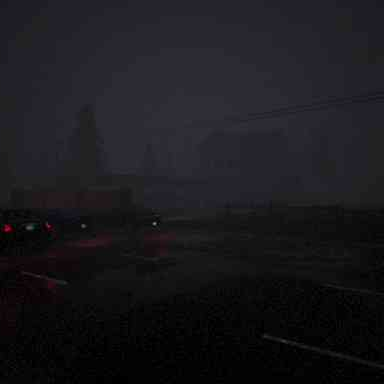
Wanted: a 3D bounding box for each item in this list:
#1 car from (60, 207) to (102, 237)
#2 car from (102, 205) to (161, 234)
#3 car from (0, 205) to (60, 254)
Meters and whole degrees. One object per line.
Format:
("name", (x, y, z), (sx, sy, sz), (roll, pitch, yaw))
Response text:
("car", (-7.344, 1.524, 17.818), (5.008, 1.535, 1.882), (0, 0, 36))
("car", (-4.038, 1.534, 19.754), (4.902, 1.511, 2.128), (0, 0, 36))
("car", (-7.896, 1.394, 13.905), (4.553, 1.767, 2.097), (0, 0, 36))
